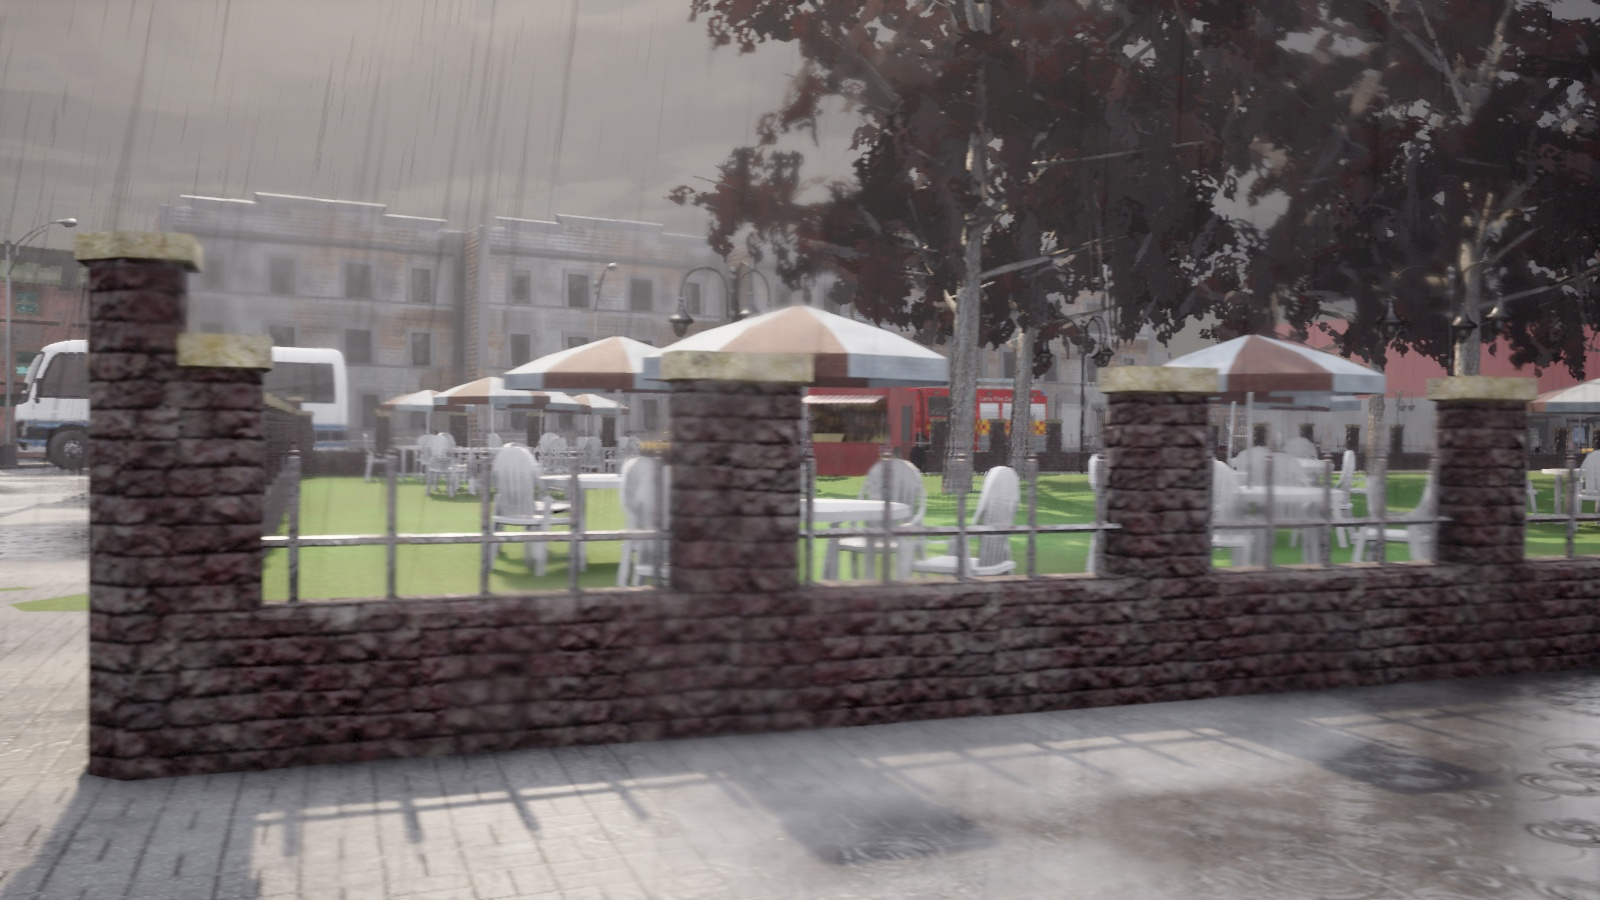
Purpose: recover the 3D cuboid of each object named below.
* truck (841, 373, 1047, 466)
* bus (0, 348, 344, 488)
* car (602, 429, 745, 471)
[{"bbox_3d":[6.263,-1.336,54.522,8.468,3.827,2.891,-1,1,-21],"label":"truck"},{"bbox_3d":[-21.279,-1.060,42.553,10.273,4.253,3.944,-1,1,-33],"label":"bus"},{"bbox_3d":[-5.059,-0.038,50.232,5.366,1.575,1.801,-1,1,-21],"label":"car"}]
